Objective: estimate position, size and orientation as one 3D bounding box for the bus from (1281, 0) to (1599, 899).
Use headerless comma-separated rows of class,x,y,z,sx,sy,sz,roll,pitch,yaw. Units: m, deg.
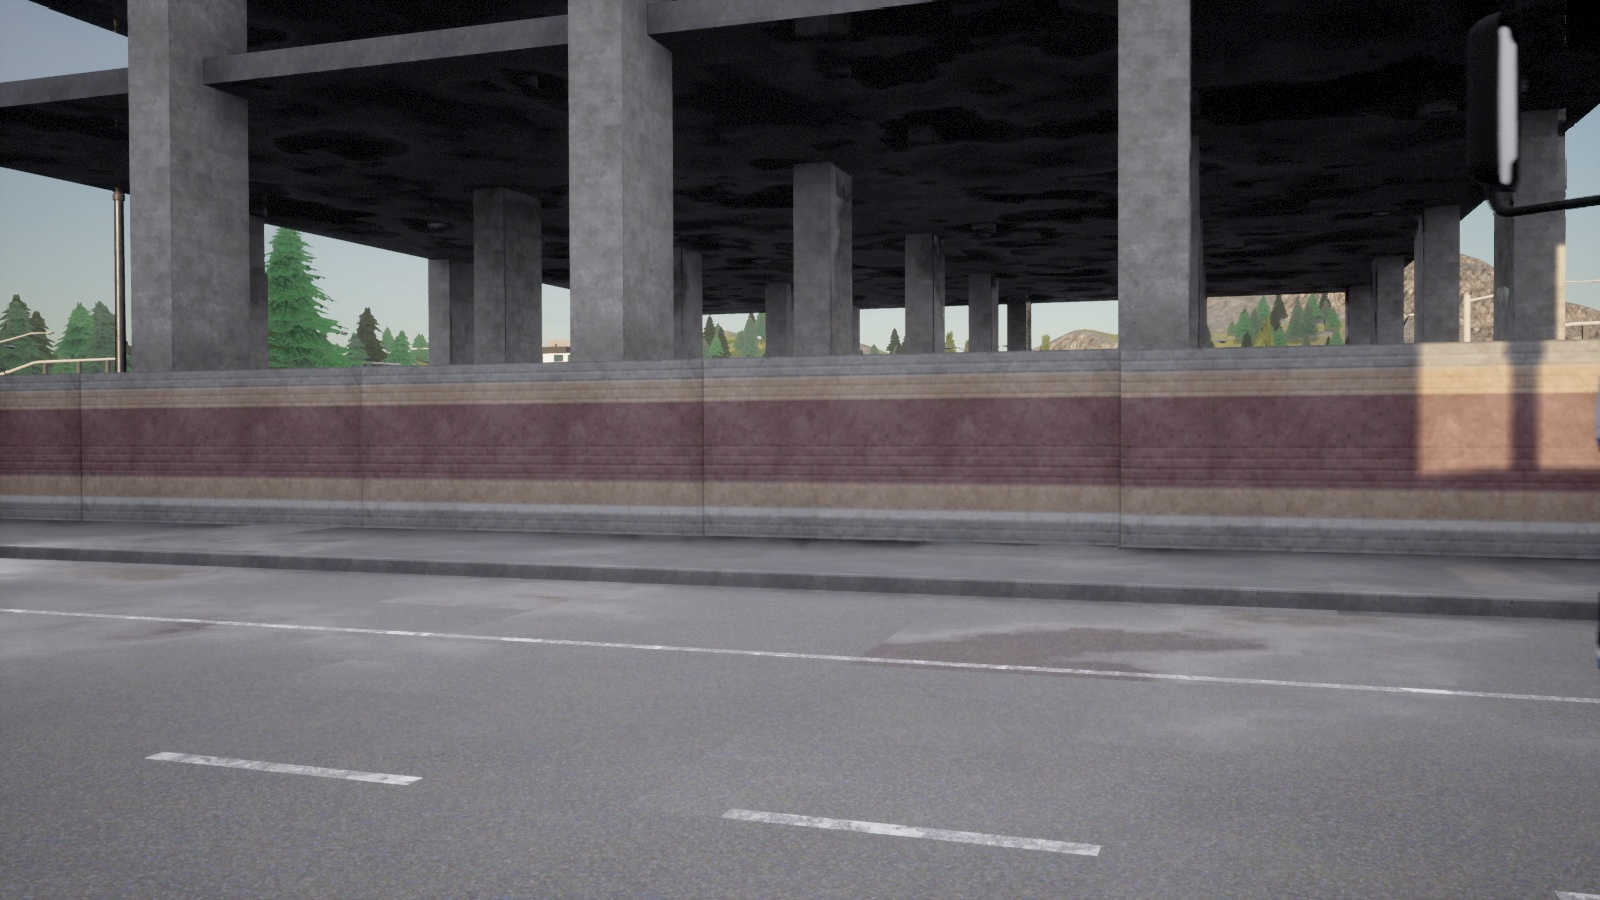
bus,6.062,-0.546,1.144,10.273,4.253,3.944,1,1,18
